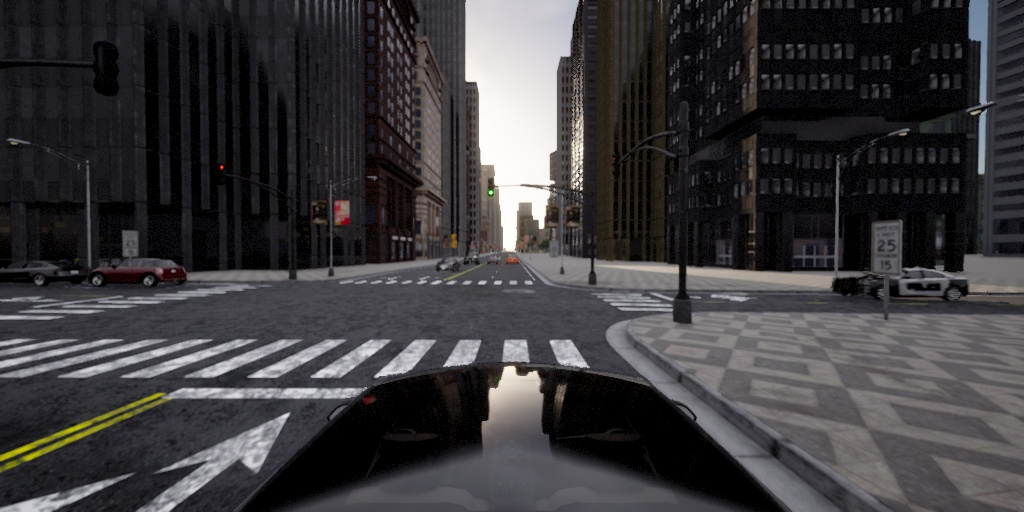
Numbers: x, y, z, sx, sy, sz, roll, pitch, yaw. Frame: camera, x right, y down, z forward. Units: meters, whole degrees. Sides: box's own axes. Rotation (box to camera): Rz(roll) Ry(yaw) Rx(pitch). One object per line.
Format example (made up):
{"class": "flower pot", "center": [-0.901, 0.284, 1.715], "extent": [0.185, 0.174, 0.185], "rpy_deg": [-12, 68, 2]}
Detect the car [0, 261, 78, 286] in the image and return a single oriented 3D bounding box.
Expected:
{"class": "car", "center": [-26.264, 0.916, 19.844], "extent": [4.313, 1.339, 1.948], "rpy_deg": [0, 0, 0]}

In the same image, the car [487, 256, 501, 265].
{"class": "car", "center": [-3.189, 0.701, 60.484], "extent": [2.033, 1.411, 5.357], "rpy_deg": [0, 1, 0]}

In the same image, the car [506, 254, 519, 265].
{"class": "car", "center": [0.061, 0.502, 60.866], "extent": [2.097, 1.767, 4.553], "rpy_deg": [0, 1, 0]}

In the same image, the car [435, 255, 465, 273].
{"class": "car", "center": [-6.550, 0.897, 36.865], "extent": [2.128, 1.511, 4.902], "rpy_deg": [0, 1, 0]}

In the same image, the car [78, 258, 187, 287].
{"class": "car", "center": [-20.641, 0.842, 19.821], "extent": [4.097, 1.591, 1.967], "rpy_deg": [0, 0, 0]}

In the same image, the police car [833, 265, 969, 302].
{"class": "police car", "center": [18.160, 1.224, 16.928], "extent": [5.238, 1.638, 1.930], "rpy_deg": [1, 1, 0]}

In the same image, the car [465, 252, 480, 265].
{"class": "car", "center": [-6.459, 0.400, 58.315], "extent": [2.150, 2.045, 5.566], "rpy_deg": [0, 0, 1]}
